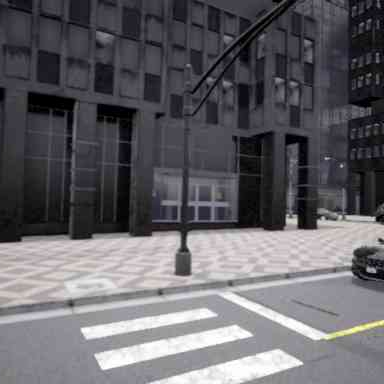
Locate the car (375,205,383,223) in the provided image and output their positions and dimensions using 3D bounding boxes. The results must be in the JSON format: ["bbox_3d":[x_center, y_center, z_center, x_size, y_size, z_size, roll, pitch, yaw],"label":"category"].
[{"bbox_3d":[19.633,2.180,30.325,2.150,2.045,5.566,3,-2,-25],"label":"car"}]

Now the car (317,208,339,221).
[{"bbox_3d":[14.948,2.661,39.257,1.837,1.490,4.892,3,-2,-28],"label":"car"}]

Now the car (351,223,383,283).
[{"bbox_3d":[6.841,1.800,9.730,5.008,1.535,1.882,1,-2,-27],"label":"car"}]
